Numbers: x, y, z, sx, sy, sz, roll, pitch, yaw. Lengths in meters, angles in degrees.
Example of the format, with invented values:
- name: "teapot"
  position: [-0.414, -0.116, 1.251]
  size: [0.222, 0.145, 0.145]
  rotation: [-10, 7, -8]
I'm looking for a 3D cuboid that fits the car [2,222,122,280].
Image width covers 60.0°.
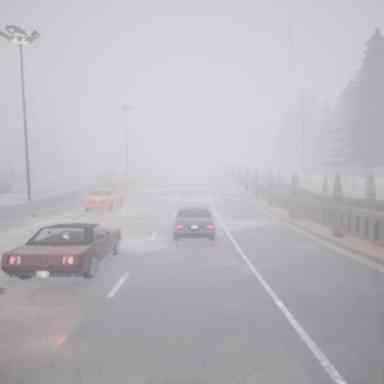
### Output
- name: "car"
  position: [-3.400, 1.547, 9.811]
  size: [1.895, 1.301, 4.718]
  rotation: [0, 1, 0]

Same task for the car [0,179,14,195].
- name: "car"
  position: [-21.072, -0.456, 35.392]
  size: [2.097, 1.767, 4.553]
  rotation: [0, 7, 0]

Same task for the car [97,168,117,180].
- name: "car"
  position: [-13.911, -2.827, 55.007]
  size: [2.150, 2.045, 5.566]
  rotation: [0, 7, 0]

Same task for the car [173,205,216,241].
- name: "car"
  position: [0.099, 1.322, 15.529]
  size: [2.033, 1.411, 5.357]
  rotation: [0, 2, 0]

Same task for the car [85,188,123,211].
- name: "car"
  position: [-6.901, 0.442, 26.497]
  size: [2.097, 1.767, 4.553]
  rotation: [0, 5, 0]
